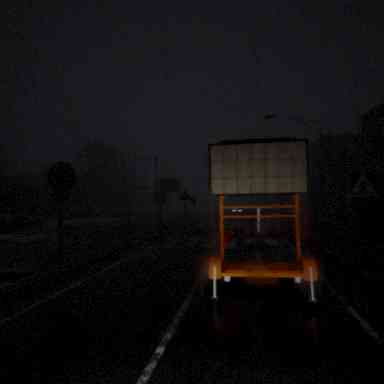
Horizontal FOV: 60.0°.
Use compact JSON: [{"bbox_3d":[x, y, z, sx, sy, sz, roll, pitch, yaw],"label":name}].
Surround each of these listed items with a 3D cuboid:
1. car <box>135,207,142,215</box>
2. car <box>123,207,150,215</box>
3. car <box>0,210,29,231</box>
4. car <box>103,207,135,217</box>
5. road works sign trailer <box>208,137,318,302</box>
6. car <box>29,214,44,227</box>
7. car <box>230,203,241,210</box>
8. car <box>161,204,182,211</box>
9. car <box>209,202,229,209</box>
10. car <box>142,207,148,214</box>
[{"bbox_3d":[-11.979,3.457,59.076,4.892,1.521,2.231,-2,-2,10],"label":"car"},{"bbox_3d":[-10.907,3.684,65.404,4.674,1.452,2.002,-2,-2,10],"label":"car"},{"bbox_3d":[-17.090,2.598,28.733,4.674,1.452,2.002,-2,-2,9],"label":"car"},{"bbox_3d":[-12.528,3.401,55.847,4.674,1.452,2.002,-2,-2,10],"label":"car"},{"bbox_3d":[1.661,0.482,8.320,2.380,3.560,2.880,-1,-1,9],"label":"road works sign trailer"},{"bbox_3d":[-16.635,2.526,31.875,4.553,1.767,2.185,-2,-2,9],"label":"car"},{"bbox_3d":[11.831,3.826,87.800,2.097,1.767,4.553,-2,-2,10],"label":"car"},{"bbox_3d":[-6.140,4.482,93.476,5.008,1.535,2.097,-2,-2,10],"label":"car"},{"bbox_3d":[7.216,4.231,94.022,4.892,1.521,2.231,-2,-2,10],"label":"car"},{"bbox_3d":[-11.442,3.552,62.304,5.008,1.535,2.097,-2,-2,10],"label":"car"}]
